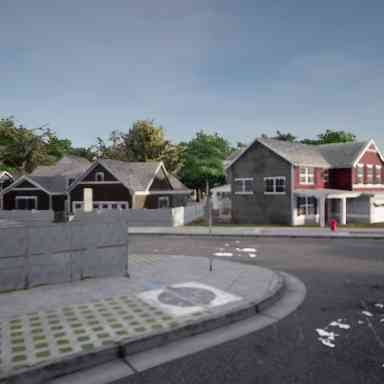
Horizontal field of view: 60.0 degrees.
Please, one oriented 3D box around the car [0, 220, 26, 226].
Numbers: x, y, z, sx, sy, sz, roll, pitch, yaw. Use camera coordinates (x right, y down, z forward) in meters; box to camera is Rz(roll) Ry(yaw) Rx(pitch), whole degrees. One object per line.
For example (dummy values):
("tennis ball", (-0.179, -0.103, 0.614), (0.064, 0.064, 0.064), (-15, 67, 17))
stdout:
("car", (-10.615, 2.294, 18.778), (5.357, 1.411, 2.033), (-2, 0, 19))
